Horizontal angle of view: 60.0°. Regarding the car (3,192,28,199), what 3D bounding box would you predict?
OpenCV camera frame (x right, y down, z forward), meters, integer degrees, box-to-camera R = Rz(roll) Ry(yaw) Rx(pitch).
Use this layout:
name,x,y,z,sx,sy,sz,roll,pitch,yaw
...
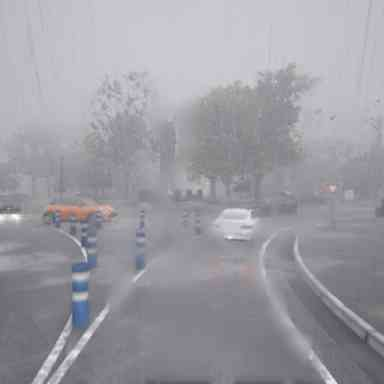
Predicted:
name,x,y,z,sx,sy,sz,roll,pitch,yaw
car,-26.165,0.713,47.872,2.033,1.411,5.357,0,1,14

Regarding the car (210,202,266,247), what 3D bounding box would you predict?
name,x,y,z,sx,sy,sz,roll,pitch,yaw
car,2.032,1.400,14.535,1.812,1.442,4.674,0,1,16

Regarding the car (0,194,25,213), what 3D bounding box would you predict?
name,x,y,z,sx,sy,sz,roll,pitch,yaw
car,-16.651,1.147,28.893,4.181,1.385,1.994,1,2,41

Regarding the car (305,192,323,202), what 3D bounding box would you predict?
name,x,y,z,sx,sy,sz,roll,pitch,yaw
car,17.494,0.660,49.138,1.812,1.442,4.674,0,1,-12

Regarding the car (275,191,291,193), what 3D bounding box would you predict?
name,x,y,z,sx,sy,sz,roll,pitch,yaw
car,13.629,0.606,50.634,1.837,1.490,4.892,1,1,-21

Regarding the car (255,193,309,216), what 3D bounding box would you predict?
name,x,y,z,sx,sy,sz,roll,pitch,yaw
car,7.279,1.106,27.983,4.892,1.490,1.837,-1,3,-35

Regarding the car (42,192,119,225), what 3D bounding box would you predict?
name,x,y,z,sx,sy,sz,roll,pitch,yaw
car,-7.039,1.103,21.213,4.553,1.767,2.097,0,1,10
